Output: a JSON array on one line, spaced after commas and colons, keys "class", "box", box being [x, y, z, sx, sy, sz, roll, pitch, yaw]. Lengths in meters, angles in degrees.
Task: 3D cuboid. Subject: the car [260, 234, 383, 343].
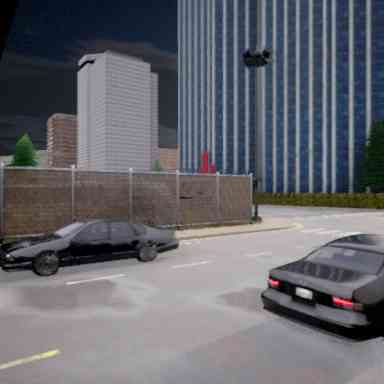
[{"class": "car", "box": [3.703, 1.543, 6.380, 5.357, 1.411, 2.033, 0, 0, -35]}]

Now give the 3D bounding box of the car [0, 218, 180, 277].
[{"class": "car", "box": [-2.982, 1.545, 10.436, 5.357, 1.411, 2.033, 0, 0, -35]}]
